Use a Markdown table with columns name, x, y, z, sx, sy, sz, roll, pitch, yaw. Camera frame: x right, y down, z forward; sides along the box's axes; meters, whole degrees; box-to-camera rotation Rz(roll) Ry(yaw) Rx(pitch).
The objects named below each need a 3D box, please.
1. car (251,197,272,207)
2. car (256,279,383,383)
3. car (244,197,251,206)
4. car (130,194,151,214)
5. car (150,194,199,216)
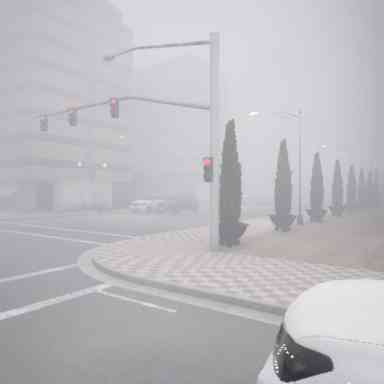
| name | x | y | z | sx | sy | sz | roll | pitch | yaw |
| --- | --- | --- | --- | --- | --- | --- | --- | --- | --- |
| car | 11.761 | 1.532 | 53.130 | 1.882 | 1.535 | 5.008 | 0 | 0 | 36 |
| car | 3.162 | 1.221 | 1.737 | 5.566 | 2.045 | 2.150 | 0 | 0 | 35 |
| car | 9.804 | 1.602 | 56.407 | 2.033 | 1.411 | 5.357 | 0 | 0 | 35 |
| car | -4.258 | 1.275 | 36.573 | 2.150 | 2.045 | 5.566 | 0 | 0 | 35 |
| car | -1.402 | 1.275 | 34.549 | 2.150 | 2.045 | 5.566 | 0 | 0 | 35 |
